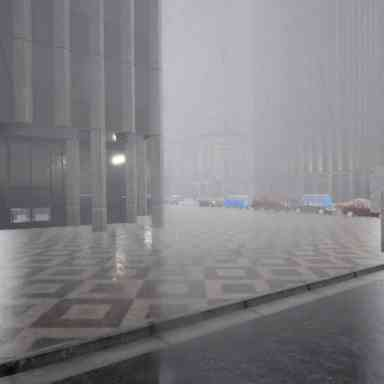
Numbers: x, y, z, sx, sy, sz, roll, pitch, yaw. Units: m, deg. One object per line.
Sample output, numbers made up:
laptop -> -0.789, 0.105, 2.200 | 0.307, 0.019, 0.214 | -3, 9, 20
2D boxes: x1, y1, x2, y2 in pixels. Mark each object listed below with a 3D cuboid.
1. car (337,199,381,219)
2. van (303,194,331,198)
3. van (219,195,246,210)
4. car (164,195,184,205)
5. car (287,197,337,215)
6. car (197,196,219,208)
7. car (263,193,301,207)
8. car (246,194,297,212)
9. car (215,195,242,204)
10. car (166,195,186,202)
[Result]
car -> 15.428, 1.567, 28.859 | 1.887, 1.381, 4.507 | -1, 1, -36
van -> 15.933, 1.178, 42.795 | 1.690, 1.788, 3.998 | -1, 1, -36
van -> 5.773, 1.294, 42.333 | 1.690, 1.788, 3.998 | -1, 1, -36
car -> -3.878, 1.439, 55.810 | 2.008, 1.369, 4.403 | -1, 1, -36
car -> 12.210, 1.549, 33.351 | 2.008, 1.369, 4.403 | -1, 1, -36
car -> 2.557, 1.372, 46.825 | 1.967, 1.590, 4.097 | -1, 1, -36
car -> 12.716, 1.130, 47.287 | 2.192, 1.841, 5.009 | -1, 1, -36
car -> 8.991, 1.290, 37.840 | 2.192, 1.841, 5.009 | -1, 1, -36
car -> 6.188, 1.296, 56.413 | 1.752, 1.417, 4.829 | -1, 1, -36
car -> -3.360, 1.258, 69.753 | 2.008, 1.369, 4.403 | -1, 1, -36
